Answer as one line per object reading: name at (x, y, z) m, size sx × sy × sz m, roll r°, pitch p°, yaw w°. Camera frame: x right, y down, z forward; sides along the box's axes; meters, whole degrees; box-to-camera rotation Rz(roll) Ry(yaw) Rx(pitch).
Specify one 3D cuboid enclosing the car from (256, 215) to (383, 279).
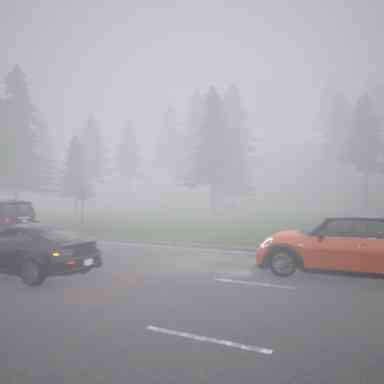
car at (4.134, 1.420, 9.248) m, size 4.553 × 1.767 × 2.097 m, roll 0°, pitch -1°, yaw 26°

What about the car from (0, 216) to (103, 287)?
car at (-4.677, 1.620, 9.464) m, size 4.674 × 1.442 × 1.812 m, roll 0°, pitch -1°, yaw 27°

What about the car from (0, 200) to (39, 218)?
car at (-9.834, 1.388, 15.892) m, size 5.566 × 2.045 × 2.150 m, roll 0°, pitch 0°, yaw 26°
